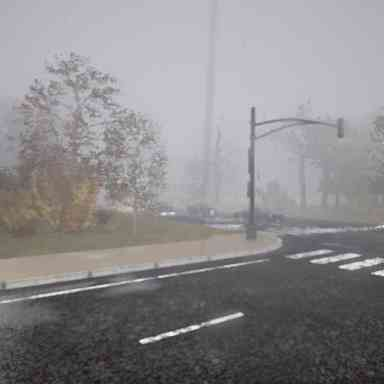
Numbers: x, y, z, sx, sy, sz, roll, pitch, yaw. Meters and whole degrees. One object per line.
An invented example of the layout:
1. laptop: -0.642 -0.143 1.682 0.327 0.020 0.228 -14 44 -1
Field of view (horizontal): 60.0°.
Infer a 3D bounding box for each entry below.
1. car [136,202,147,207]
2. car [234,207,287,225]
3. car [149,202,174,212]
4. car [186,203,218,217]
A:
1. car: -9.904 2.402 65.359 1.895 1.301 4.718 1 -1 -27
2. car: 5.540 1.911 27.205 1.895 1.301 4.718 1 -1 -27
3. car: -4.058 2.110 46.224 1.994 1.385 4.181 1 -1 -28
4. car: 1.015 1.915 36.158 2.128 1.511 4.902 1 -1 -27
